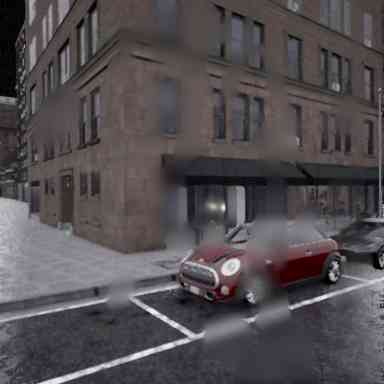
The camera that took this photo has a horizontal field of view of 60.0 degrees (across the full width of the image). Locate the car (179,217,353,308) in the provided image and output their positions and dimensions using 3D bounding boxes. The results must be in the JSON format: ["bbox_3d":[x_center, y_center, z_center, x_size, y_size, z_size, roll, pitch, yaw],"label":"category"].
[{"bbox_3d":[1.676,1.443,7.860,4.097,1.590,1.967,0,-1,-35],"label":"car"}]

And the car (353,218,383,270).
[{"bbox_3d":[6.159,1.573,11.056,4.313,1.339,1.947,0,-1,-35],"label":"car"}]
